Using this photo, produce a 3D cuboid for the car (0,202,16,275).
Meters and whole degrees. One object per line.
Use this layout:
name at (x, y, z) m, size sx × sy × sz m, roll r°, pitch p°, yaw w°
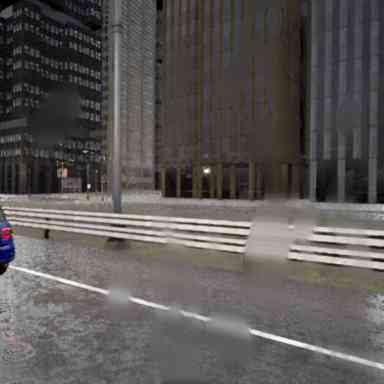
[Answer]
car at (-6.961, 1.171, 8.971) m, size 5.566 × 2.045 × 2.150 m, roll 0°, pitch 0°, yaw 36°
